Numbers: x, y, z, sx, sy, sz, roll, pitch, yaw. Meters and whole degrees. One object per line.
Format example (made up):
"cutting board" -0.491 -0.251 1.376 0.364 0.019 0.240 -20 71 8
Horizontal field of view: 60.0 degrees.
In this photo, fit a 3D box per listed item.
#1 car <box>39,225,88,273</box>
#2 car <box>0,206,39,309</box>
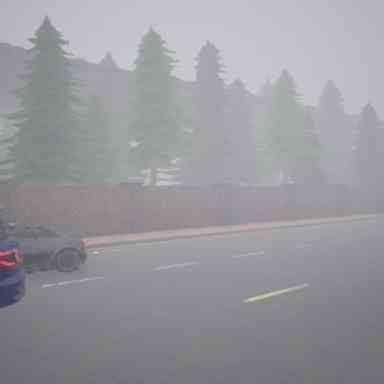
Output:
"car" -5.038 1.537 8.984 4.181 1.385 1.994 0 0 -35
"car" -5.351 1.218 4.512 5.566 2.045 2.150 0 0 -35
